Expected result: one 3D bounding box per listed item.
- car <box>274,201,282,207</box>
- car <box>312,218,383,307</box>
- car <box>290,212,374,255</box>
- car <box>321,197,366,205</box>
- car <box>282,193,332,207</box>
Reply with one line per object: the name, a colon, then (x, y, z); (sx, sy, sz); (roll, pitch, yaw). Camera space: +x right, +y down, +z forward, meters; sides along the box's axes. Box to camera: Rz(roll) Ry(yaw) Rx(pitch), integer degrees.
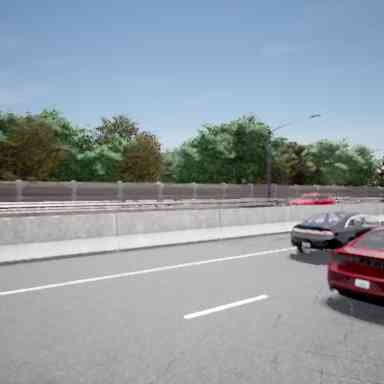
car: (11.273, 1.437, 37.279); (4.892, 1.490, 1.837); (0, 0, -34)
car: (5.020, 1.457, 7.269); (5.008, 1.535, 1.882); (0, 0, -35)
car: (5.621, 1.461, 11.959); (4.902, 1.511, 2.128); (0, 0, -35)
car: (14.926, 1.488, 31.312); (5.357, 1.411, 2.033); (0, 0, -34)
car: (12.124, 1.158, 33.640); (5.566, 2.045, 2.150); (0, 0, -34)
